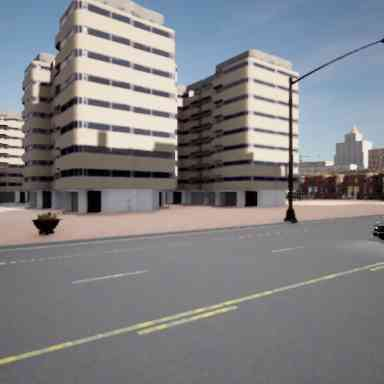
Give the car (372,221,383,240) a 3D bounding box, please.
[{"bbox_3d":[10.820,1.538,15.931,5.357,1.411,2.033,0,0,-35],"label":"car"}]
